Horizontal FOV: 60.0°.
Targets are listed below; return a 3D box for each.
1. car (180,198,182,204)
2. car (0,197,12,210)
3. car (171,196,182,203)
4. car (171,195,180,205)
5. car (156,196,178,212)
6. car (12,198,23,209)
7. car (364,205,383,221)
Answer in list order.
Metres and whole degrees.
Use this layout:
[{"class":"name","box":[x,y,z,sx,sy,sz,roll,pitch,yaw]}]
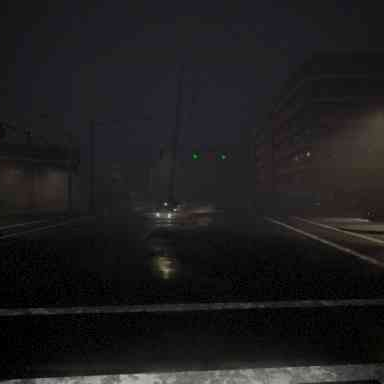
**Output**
[{"class":"car","box":[-3.083,1.351,58.028,2.097,1.767,4.553,0,0,0]},{"class":"car","box":[-23.228,1.294,36.930,4.611,1.667,2.242,0,0,1]},{"class":"car","box":[-3.146,1.546,68.376,2.033,1.411,5.357,0,0,0]},{"class":"car","box":[-3.084,1.477,48.025,1.882,1.535,5.008,0,0,0]},{"class":"car","box":[-3.042,1.547,38.448,2.033,1.411,5.357,0,0,0]},{"class":"car","box":[-23.931,1.455,42.683,3.806,1.475,1.970,0,0,1]},{"class":"car","box":[16.279,1.564,26.914,4.181,1.385,1.994,0,0,1]}]
